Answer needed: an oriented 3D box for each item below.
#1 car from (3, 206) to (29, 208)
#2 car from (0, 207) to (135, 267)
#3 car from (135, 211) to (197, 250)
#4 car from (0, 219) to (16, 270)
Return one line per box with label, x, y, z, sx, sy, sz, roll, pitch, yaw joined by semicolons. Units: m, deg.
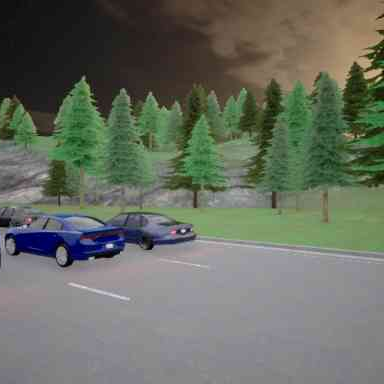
car;-10.605;1.547;20.066;5.357;1.411;2.033;0;0;35
car;-4.499;1.478;11.474;5.008;1.535;1.882;0;0;36
car;-2.377;1.547;14.261;5.357;1.411;2.033;0;0;35
car;-6.951;1.505;8.925;4.892;1.490;1.837;0;0;36
